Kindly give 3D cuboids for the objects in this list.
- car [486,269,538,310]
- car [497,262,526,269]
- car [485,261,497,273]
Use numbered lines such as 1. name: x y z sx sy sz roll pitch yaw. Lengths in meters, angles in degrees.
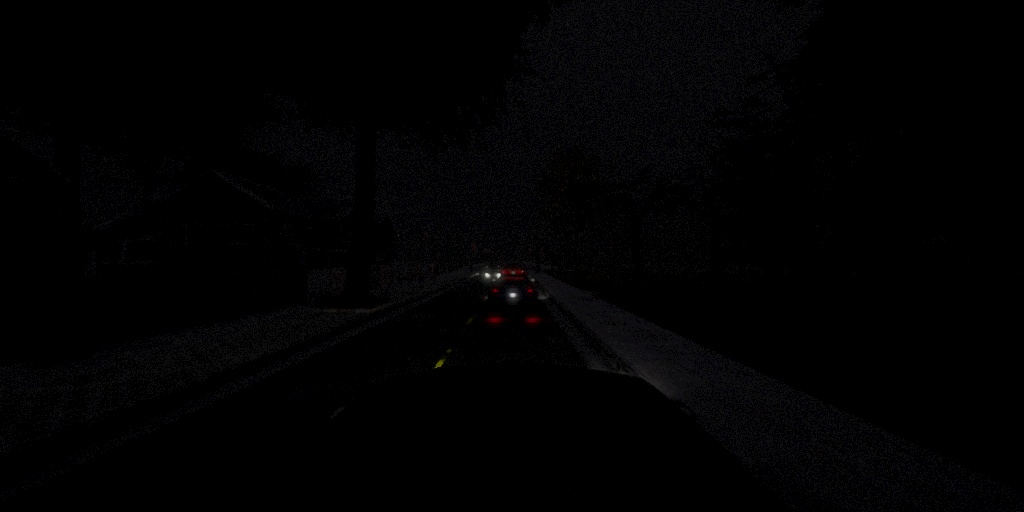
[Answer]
1. car: 0.060 1.448 15.420 1.994 1.385 4.181 0 0 1
2. car: 0.124 1.372 30.331 2.097 1.767 4.553 0 -1 1
3. car: -2.584 1.546 50.556 2.097 1.767 4.553 0 0 1
